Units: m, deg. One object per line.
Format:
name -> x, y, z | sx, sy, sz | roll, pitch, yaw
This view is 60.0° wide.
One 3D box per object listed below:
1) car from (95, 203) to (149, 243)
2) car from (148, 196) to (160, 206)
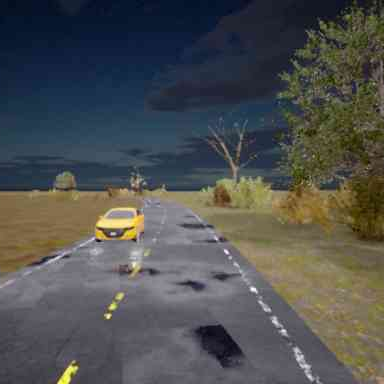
car -> -3.460, 1.522, 16.742 | 1.882, 1.535, 5.008 | 0, 0, -2
car -> -6.792, 1.496, 59.045 | 2.097, 1.767, 4.553 | 0, 0, -6
